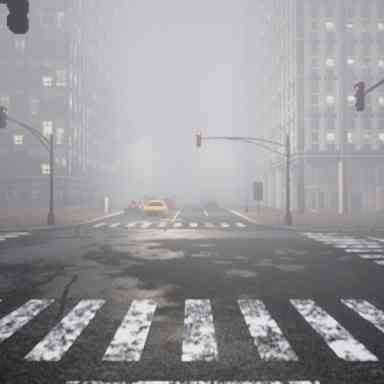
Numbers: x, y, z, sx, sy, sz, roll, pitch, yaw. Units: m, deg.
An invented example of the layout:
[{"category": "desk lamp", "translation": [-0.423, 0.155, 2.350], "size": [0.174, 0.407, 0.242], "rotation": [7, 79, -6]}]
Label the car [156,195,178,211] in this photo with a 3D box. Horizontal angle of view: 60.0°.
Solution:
[{"category": "car", "translation": [-3.100, 1.485, 41.893], "size": [1.882, 1.535, 5.008], "rotation": [0, 0, 0]}]

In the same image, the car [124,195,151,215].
[{"category": "car", "translation": [-5.685, 1.446, 33.914], "size": [1.967, 1.590, 4.097], "rotation": [1, 0, 0]}]

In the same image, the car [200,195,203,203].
[{"category": "car", "translation": [2.687, 1.535, 56.454], "size": [1.752, 1.417, 4.829], "rotation": [1, 0, 0]}]

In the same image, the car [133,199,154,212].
[{"category": "car", "translation": [-5.690, 1.589, 39.489], "size": [1.802, 1.307, 4.206], "rotation": [1, 0, 0]}]

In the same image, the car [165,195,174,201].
[{"category": "car", "translation": [-5.702, 1.561, 84.090], "size": [1.887, 1.381, 4.507], "rotation": [1, 0, 0]}]

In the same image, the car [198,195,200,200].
[{"category": "car", "translation": [2.684, 1.577, 61.862], "size": [1.947, 1.339, 4.313], "rotation": [1, 0, 0]}]

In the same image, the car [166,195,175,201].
[{"category": "car", "translation": [-5.704, 1.568, 89.665], "size": [2.008, 1.369, 4.403], "rotation": [1, 0, 0]}]

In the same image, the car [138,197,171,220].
[{"category": "car", "translation": [-3.103, 1.482, 28.702], "size": [1.882, 1.535, 5.008], "rotation": [0, 0, 0]}]

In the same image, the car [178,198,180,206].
[{"category": "car", "translation": [-3.093, 1.364, 53.876], "size": [2.097, 1.767, 4.553], "rotation": [0, 0, 2]}]

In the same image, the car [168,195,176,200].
[{"category": "car", "translation": [-5.706, 1.585, 95.241], "size": [1.947, 1.339, 4.313], "rotation": [1, 0, 0]}]

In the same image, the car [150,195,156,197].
[{"category": "car", "translation": [-5.686, 1.323, 45.064], "size": [2.192, 1.841, 5.009], "rotation": [1, 0, 0]}]

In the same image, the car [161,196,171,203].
[{"category": "car", "translation": [-5.699, 1.558, 72.940], "size": [1.887, 1.381, 4.507], "rotation": [1, 0, 0]}]

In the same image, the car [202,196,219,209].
[{"category": "car", "translation": [2.689, 1.590, 45.129], "size": [1.802, 1.307, 4.206], "rotation": [1, 0, 0]}]

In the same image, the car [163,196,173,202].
[{"category": "car", "translation": [-5.701, 1.565, 78.515], "size": [2.008, 1.369, 4.403], "rotation": [1, 0, 0]}]
